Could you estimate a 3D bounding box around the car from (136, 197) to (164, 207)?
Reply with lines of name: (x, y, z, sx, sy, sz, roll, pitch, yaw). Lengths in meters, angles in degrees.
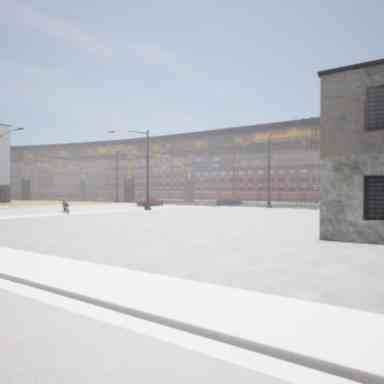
car: (-6.910, 1.538, 55.610, 4.553, 1.767, 2.097, 0, 0, -35)

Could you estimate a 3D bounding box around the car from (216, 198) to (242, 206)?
car: (6.565, 1.779, 59.434, 4.674, 1.442, 1.812, 0, 0, 3)

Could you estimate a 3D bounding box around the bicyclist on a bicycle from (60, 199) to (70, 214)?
bicyclist on a bicycle: (-13.570, 1.537, 35.464, 1.656, 1.620, 0.582, 0, 0, 34)
